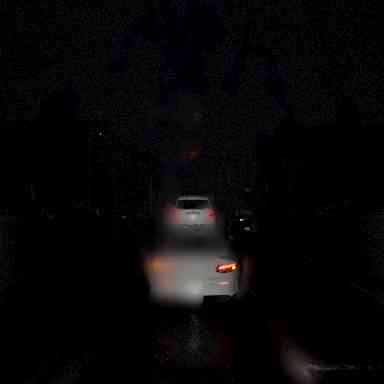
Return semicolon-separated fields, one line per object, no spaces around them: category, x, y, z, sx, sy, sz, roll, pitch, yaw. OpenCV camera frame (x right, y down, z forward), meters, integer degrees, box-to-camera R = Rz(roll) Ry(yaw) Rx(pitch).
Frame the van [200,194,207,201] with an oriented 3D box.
van;2.903;1.357;83.921;1.690;1.788;3.998;-1;0;0

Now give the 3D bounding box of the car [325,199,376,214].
car;15.740;1.397;33.131;4.674;1.442;1.812;0;1;0

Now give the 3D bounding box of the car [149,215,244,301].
car;0.082;1.523;8.175;1.812;1.442;4.674;0;0;1

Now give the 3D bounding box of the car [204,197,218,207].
car;2.794;1.547;50.726;1.887;1.381;4.507;-1;0;0

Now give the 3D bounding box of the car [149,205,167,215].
car;-1.949;1.592;33.224;4.718;1.301;1.895;0;1;0

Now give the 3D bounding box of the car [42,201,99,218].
car;-11.036;1.593;30.279;4.902;1.511;2.128;0;1;0

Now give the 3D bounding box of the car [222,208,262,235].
car;2.683;1.546;18.281;2.008;1.369;4.403;-1;0;0

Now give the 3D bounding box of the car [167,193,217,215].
car;0.092;1.217;17.925;2.150;2.045;5.566;0;0;1

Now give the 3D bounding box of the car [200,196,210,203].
car;2.869;1.556;72.856;1.887;1.381;4.507;-1;0;0

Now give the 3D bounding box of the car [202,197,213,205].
car;2.832;1.589;61.791;1.802;1.307;4.206;-1;0;0

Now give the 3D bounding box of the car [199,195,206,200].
car;2.945;1.571;94.986;2.008;1.369;4.403;-1;0;0

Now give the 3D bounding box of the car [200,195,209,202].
car;2.886;1.454;78.389;1.967;1.590;4.097;-1;0;0
